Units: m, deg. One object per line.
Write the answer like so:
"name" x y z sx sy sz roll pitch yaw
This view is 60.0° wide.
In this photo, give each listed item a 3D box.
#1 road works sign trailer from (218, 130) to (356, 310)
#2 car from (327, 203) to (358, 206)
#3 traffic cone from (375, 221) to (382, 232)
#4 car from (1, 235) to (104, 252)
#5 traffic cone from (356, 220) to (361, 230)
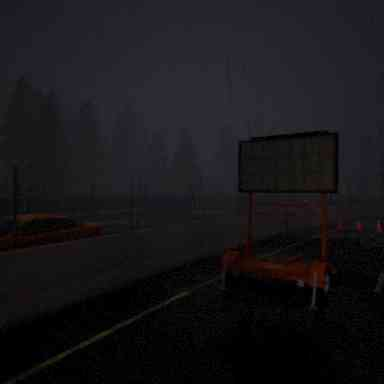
"road works sign trailer" 2.306 0.419 8.036 2.380 3.560 2.880 1 0 36
"car" 18.388 1.364 40.601 5.357 1.411 2.033 0 0 -37
"traffic cone" 10.275 1.880 18.324 0.340 0.580 0.340 1 0 36
"car" -4.808 1.388 9.497 1.882 1.535 5.008 0 0 32
"traffic cone" 9.462 1.872 18.907 0.340 0.580 0.340 1 0 36
